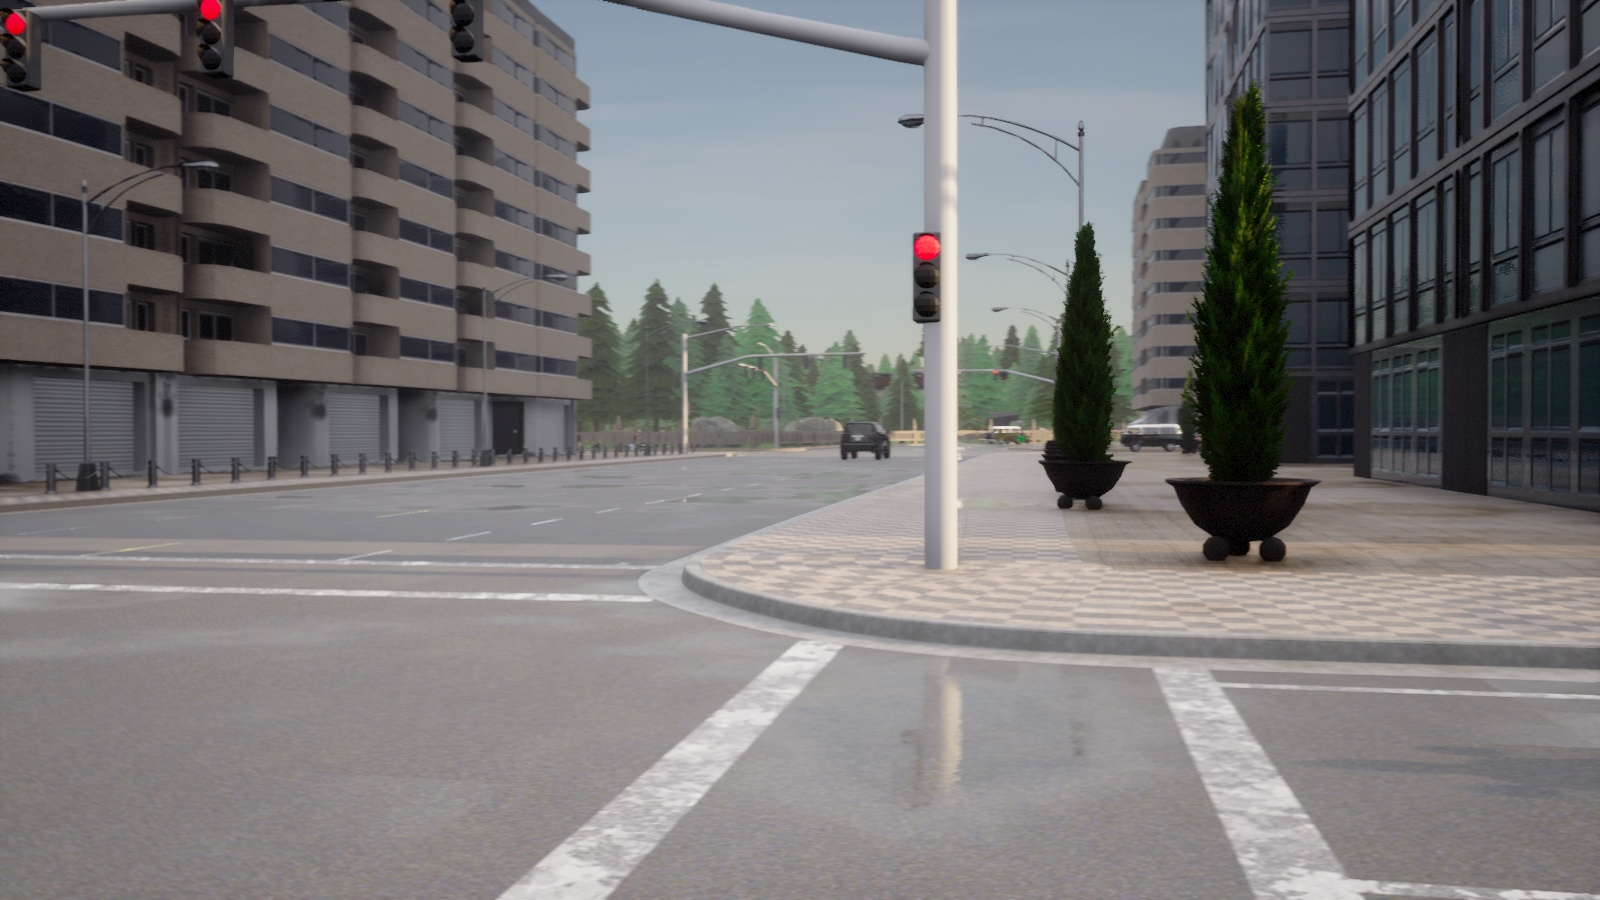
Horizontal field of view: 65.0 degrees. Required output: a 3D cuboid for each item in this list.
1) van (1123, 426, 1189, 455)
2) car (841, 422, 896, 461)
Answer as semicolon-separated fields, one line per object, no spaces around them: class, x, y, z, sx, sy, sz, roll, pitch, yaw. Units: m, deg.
van;26.000;-0.688;91.799;4.480;2.038;2.069;0;1;12
car;3.769;-0.502;68.467;2.150;2.045;5.566;0;1;12
